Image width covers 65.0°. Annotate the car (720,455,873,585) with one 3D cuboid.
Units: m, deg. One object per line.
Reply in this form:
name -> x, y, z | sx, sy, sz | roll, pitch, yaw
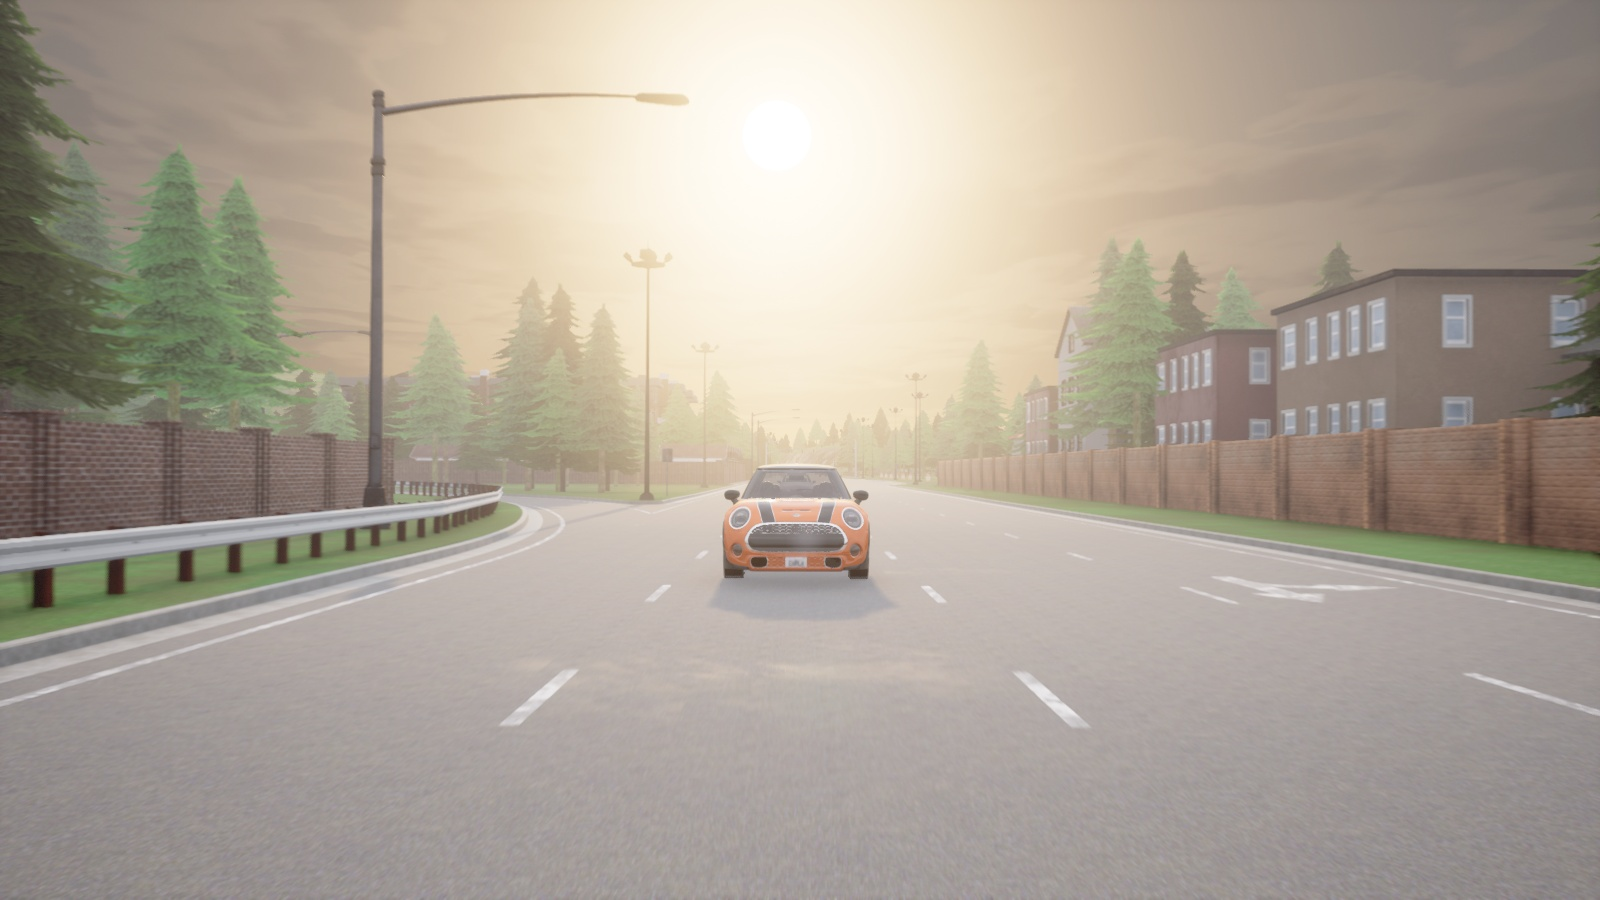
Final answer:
car -> -0.048, 0.999, 19.528 | 2.097, 1.767, 4.553 | 0, -1, 0
